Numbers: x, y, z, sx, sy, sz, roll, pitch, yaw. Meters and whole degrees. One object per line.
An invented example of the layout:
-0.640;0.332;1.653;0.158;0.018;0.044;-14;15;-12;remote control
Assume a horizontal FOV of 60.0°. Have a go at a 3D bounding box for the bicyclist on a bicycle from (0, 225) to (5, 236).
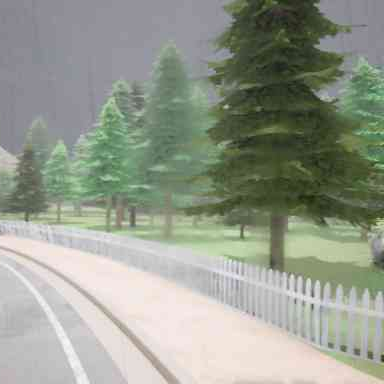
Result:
-12.344;1.947;20.435;0.582;1.620;1.656;-1;-3;38;bicyclist on a bicycle
